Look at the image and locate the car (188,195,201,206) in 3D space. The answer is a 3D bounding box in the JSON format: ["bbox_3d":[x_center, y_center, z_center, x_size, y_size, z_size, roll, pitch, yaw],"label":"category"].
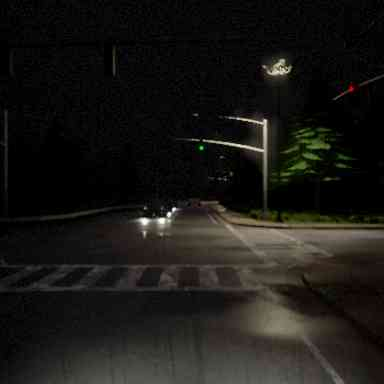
[{"bbox_3d":[0.454,1.530,59.945,2.150,2.045,5.566,0,0,2],"label":"car"}]

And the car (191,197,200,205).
[{"bbox_3d":[0.780,1.843,71.572,1.882,1.535,5.008,0,0,2],"label":"car"}]

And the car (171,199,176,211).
[{"bbox_3d":[-3.505,1.734,42.882,1.837,1.490,4.892,0,0,0],"label":"car"}]

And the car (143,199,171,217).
[{"bbox_3d":[-3.539,1.532,33.013,2.097,1.767,4.553,0,0,0],"label":"car"}]
